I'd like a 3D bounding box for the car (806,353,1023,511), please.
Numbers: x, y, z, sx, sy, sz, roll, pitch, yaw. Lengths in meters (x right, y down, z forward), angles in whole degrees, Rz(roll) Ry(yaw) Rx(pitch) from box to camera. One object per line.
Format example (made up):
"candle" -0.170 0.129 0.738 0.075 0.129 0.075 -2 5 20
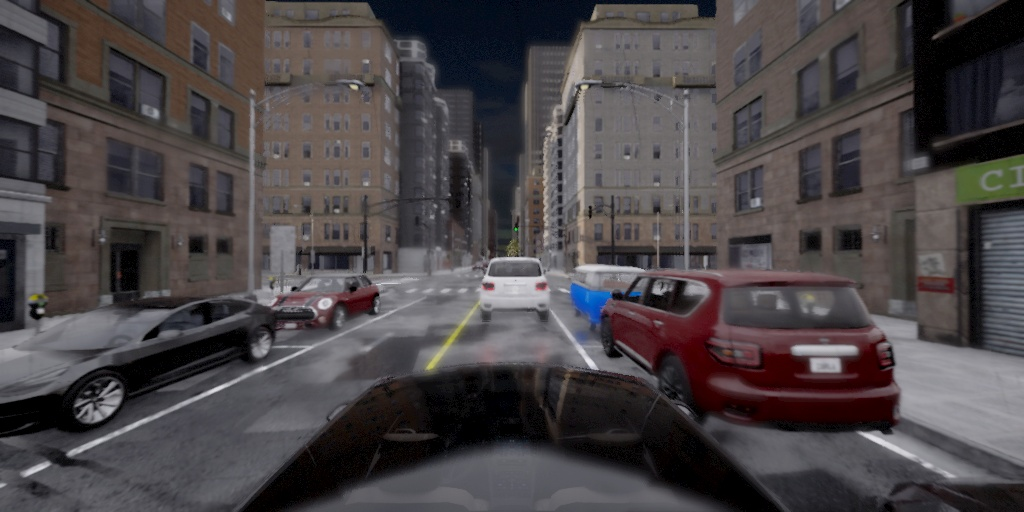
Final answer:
"car" 2.857 1.301 0.120 1.948 1.339 4.313 0 0 0

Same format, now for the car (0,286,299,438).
"car" -5.668 1.353 5.639 1.948 1.339 4.313 0 0 0

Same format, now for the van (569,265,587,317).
"van" 2.860 1.179 11.167 1.690 1.789 3.998 0 0 0

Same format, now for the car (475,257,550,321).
"car" 0.101 1.077 13.061 2.150 2.045 5.566 0 -1 0

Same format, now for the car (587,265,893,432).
"car" 2.858 1.101 5.643 2.192 1.841 5.009 0 0 0

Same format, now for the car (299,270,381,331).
"car" -5.666 1.279 11.163 1.967 1.591 4.097 0 0 0
